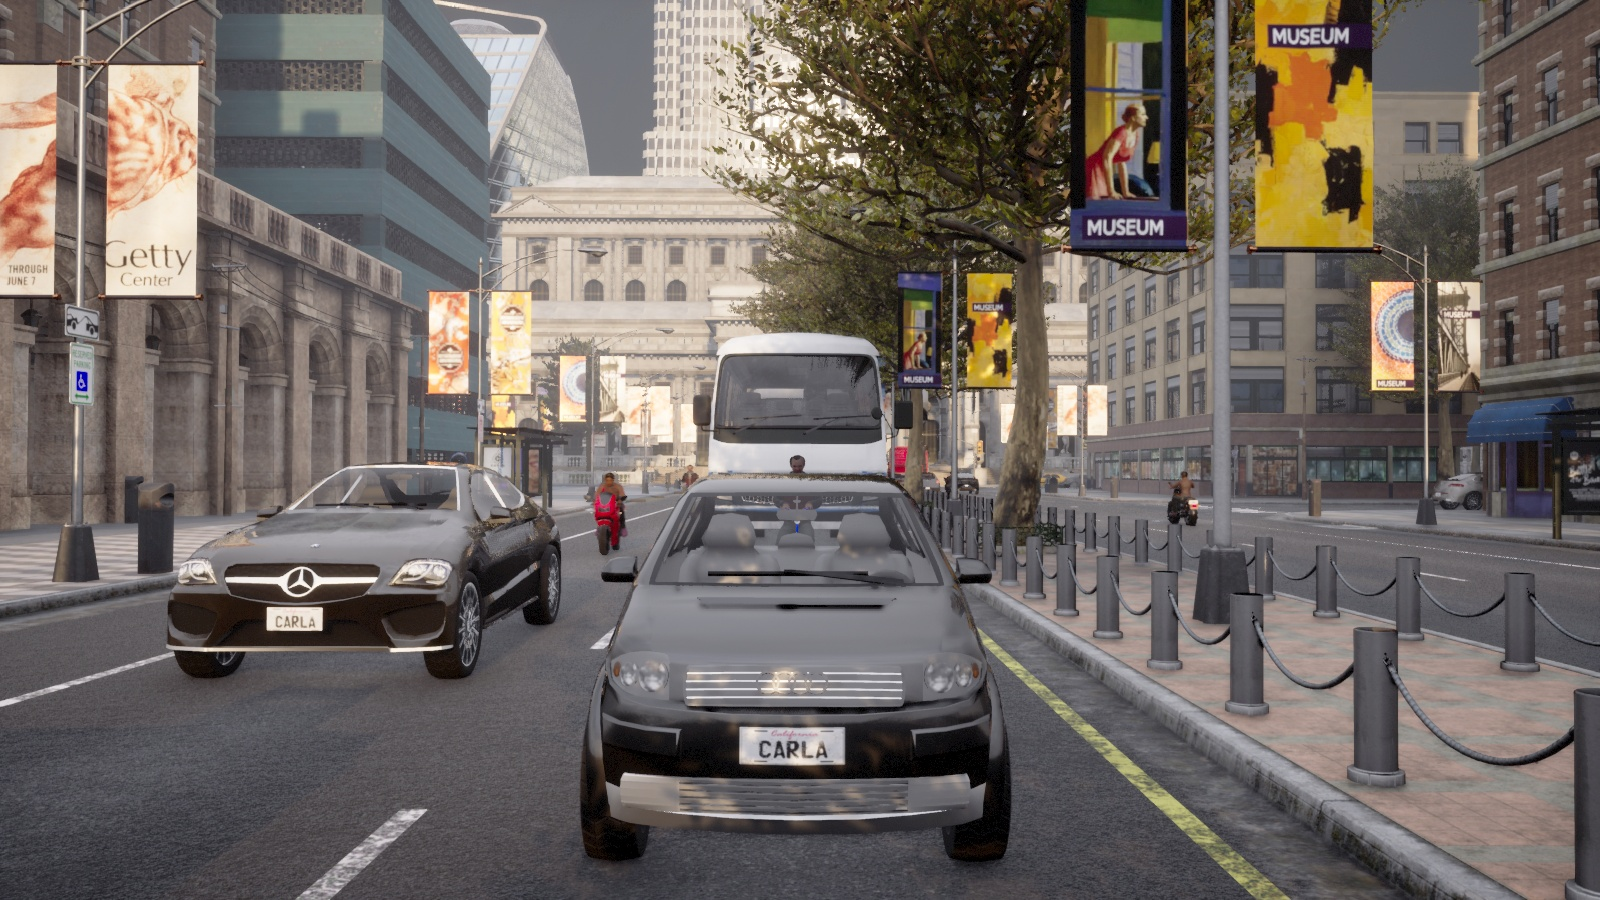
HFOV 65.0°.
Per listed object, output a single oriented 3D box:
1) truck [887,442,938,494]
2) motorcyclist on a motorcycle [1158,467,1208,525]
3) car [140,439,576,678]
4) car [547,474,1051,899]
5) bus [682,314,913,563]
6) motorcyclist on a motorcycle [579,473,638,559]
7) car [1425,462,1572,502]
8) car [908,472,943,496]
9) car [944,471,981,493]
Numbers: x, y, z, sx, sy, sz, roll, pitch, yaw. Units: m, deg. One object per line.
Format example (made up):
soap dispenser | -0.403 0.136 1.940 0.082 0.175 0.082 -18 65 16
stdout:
truck | 7.820 1.282 88.391 2.891 3.462 7.936 0 -1 0
motorcyclist on a motorcycle | 11.436 1.347 37.554 0.766 1.649 2.350 0 -1 0
car | -3.521 0.796 11.253 2.152 1.651 5.027 0 -1 0
car | -0.010 0.899 6.324 1.789 1.549 3.705 0 -1 0
bus | -0.050 -0.115 26.671 3.944 4.253 10.273 0 -1 0
motorcyclist on a motorcycle | -3.539 1.203 23.386 0.797 1.523 2.044 0 -1 0
car | 29.563 1.367 53.286 5.027 1.651 2.152 0 -1 -1
car | 7.865 2.123 79.165 1.845 1.501 3.633 0 -1 0
car | 11.302 2.213 87.519 1.882 1.535 5.008 0 -1 0
